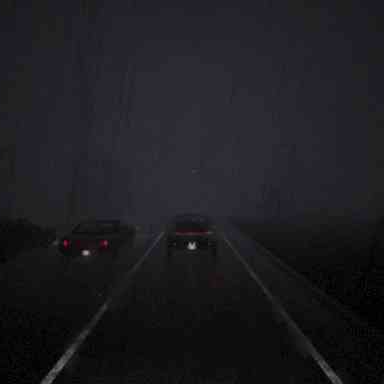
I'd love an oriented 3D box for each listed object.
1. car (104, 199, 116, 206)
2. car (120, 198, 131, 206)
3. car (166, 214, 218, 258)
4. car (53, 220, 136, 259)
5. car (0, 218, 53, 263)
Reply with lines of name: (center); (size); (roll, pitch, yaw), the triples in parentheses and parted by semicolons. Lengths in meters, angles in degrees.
car: (-18.529, 2.294, 75.500); (1.882, 1.535, 5.008); (0, -1, 0)
car: (-15.029, 2.172, 75.588); (2.097, 1.767, 4.553); (0, -1, 0)
car: (0.018, 1.640, 13.490); (2.128, 1.511, 4.902); (0, 0, 1)
car: (-3.486, 1.746, 13.233); (1.895, 1.301, 4.718); (0, -1, 0)
car: (-6.995, 1.684, 12.499); (2.033, 1.411, 5.357); (0, -1, 0)
